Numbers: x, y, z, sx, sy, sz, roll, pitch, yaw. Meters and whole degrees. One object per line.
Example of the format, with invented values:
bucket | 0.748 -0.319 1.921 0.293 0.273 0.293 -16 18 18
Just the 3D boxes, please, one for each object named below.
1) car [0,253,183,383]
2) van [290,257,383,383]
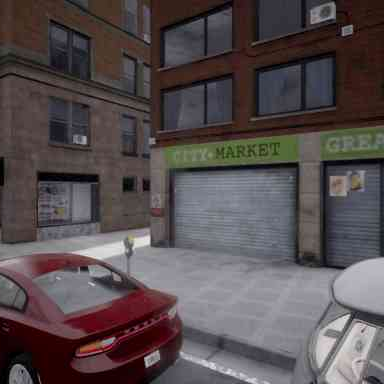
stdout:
car | -2.214 1.544 4.653 4.507 1.381 1.887 0 0 35
van | 2.395 1.341 1.367 3.998 1.788 1.690 0 0 35
